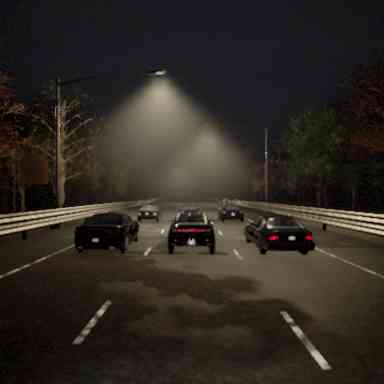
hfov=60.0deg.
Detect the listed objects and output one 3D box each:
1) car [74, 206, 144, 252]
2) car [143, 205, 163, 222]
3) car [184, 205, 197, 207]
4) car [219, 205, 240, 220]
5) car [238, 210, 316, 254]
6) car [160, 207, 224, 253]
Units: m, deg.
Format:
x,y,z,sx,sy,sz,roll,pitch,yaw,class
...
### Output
x,y,z,sx,sy,sz,roll,pitch,yaw,class
-3.520,1.616,14.567,1.882,1.535,5.008,0,0,0,car
-3.630,1.818,29.093,2.033,1.411,5.357,0,0,-1,car
-0.130,1.838,29.407,1.994,1.385,4.181,0,0,-1,car
3.369,1.839,29.489,1.994,1.385,4.181,0,0,-1,car
3.478,1.682,14.113,2.033,1.411,5.357,0,-1,0,car
-0.020,1.630,14.401,2.128,1.511,4.902,0,0,0,car
